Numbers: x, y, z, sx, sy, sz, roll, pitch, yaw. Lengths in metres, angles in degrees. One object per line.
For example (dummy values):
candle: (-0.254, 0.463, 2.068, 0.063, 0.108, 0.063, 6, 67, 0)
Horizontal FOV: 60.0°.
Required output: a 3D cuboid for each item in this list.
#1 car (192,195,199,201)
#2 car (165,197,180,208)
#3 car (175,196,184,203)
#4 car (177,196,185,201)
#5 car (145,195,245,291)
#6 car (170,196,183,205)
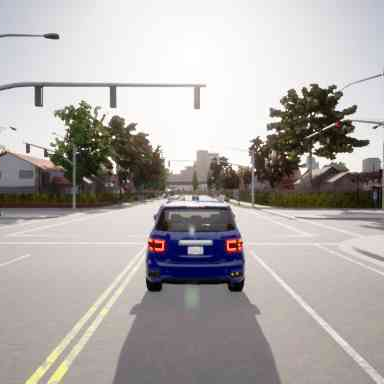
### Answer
car: (0.932, 1.477, 88.078, 1.882, 1.535, 5.008, 0, 0, 0)
car: (-2.905, 1.477, 49.544, 1.882, 1.535, 5.008, 0, 0, 0)
car: (-2.677, 1.524, 71.147, 1.812, 1.442, 4.674, 0, 0, 0)
car: (-2.612, 1.595, 81.347, 1.895, 1.301, 4.718, 0, 0, 0)
car: (0.071, 1.222, 9.119, 2.150, 2.045, 5.566, 0, 0, 0)
car: (-2.813, 1.547, 61.105, 2.033, 1.411, 5.357, 0, 0, 1)
